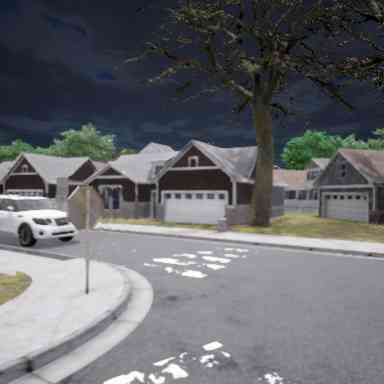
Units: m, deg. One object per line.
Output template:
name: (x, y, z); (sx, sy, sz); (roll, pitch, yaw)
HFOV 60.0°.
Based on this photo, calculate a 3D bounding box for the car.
car: (-7.574, 1.163, 14.950); (5.566, 2.045, 2.150); (0, 0, 30)
